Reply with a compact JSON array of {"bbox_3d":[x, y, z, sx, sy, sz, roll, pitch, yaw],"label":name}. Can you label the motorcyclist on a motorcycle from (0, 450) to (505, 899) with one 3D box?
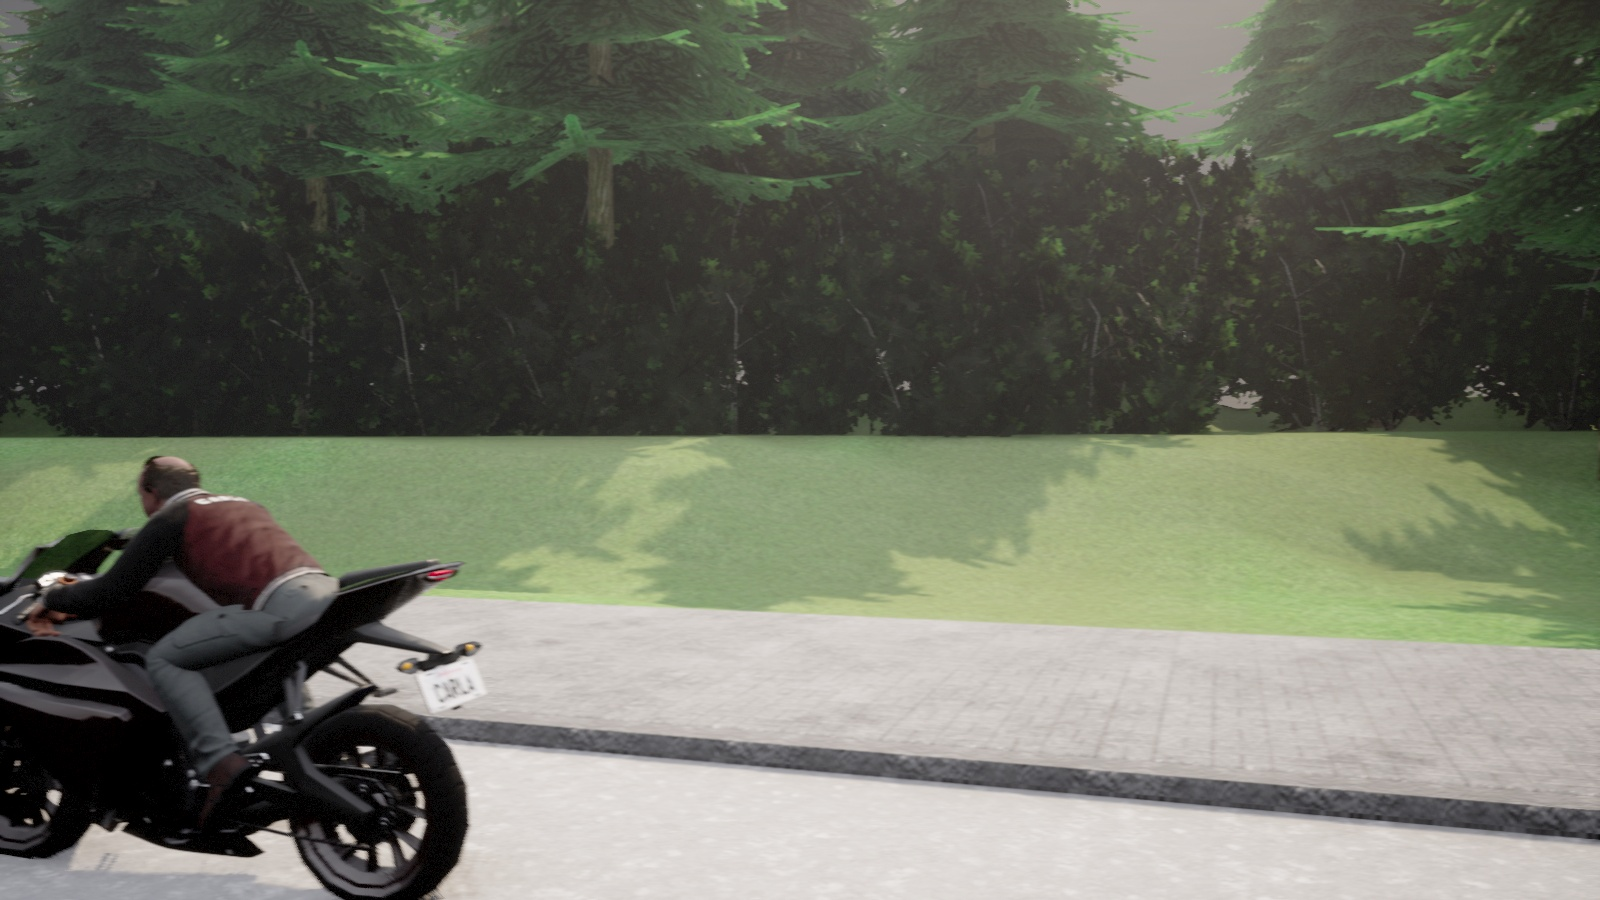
[{"bbox_3d":[-2.245,0.781,4.486,2.191,1.530,0.866,1,1,18],"label":"motorcyclist on a motorcycle"}]
